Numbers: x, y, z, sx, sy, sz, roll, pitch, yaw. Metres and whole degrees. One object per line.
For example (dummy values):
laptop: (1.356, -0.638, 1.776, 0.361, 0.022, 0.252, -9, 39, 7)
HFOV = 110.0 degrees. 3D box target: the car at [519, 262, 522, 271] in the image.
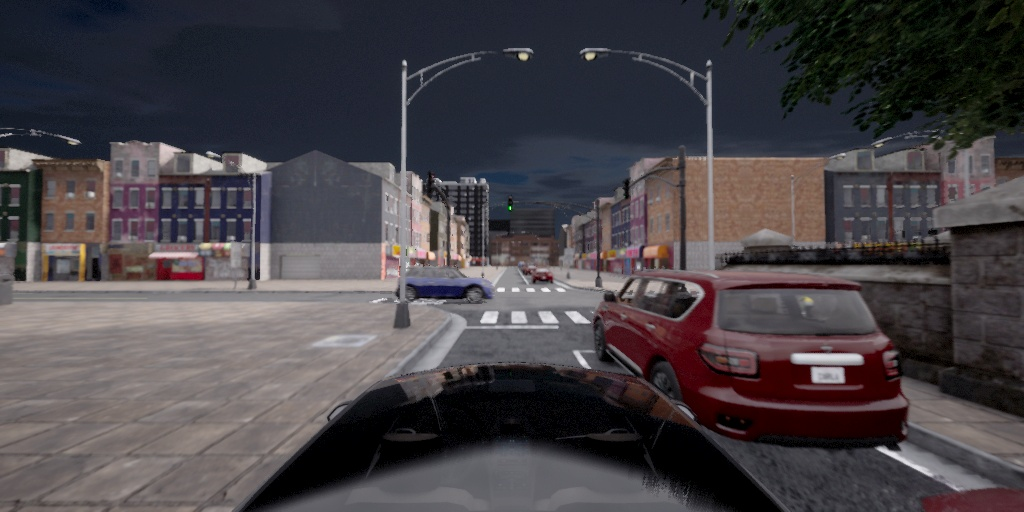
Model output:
car: (2.634, 1.750, 53.556, 2.192, 1.841, 5.009, 0, 0, 0)

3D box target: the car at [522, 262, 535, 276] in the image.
car: (2.635, 1.903, 48.120, 1.888, 1.381, 4.507, 0, 0, 0)

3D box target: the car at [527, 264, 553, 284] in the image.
car: (2.636, 1.677, 31.810, 1.888, 1.381, 4.507, 0, 0, 0)

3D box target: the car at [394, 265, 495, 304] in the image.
car: (-3.101, 1.277, 17.093, 4.553, 1.767, 2.097, 0, -1, 0)

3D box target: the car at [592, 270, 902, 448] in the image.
car: (2.638, 1.109, 5.383, 2.192, 1.841, 5.009, 0, 0, 0)
